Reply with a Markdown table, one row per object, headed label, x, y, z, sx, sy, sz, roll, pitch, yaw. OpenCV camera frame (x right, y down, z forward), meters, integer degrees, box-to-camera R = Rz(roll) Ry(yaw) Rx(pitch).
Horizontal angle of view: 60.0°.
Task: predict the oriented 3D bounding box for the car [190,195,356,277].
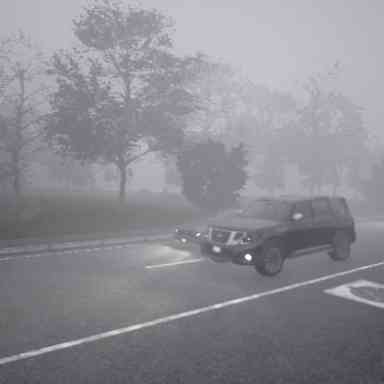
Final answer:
| label | x | y | z | sx | sy | sz | roll | pitch | yaw |
| --- | --- | --- | --- | --- | --- | --- | --- | --- | --- |
| car | 2.894 | 1.136 | 10.383 | 5.566 | 2.045 | 2.150 | -1 | 1 | -36 |

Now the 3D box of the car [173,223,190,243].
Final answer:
| label | x | y | z | sx | sy | sz | roll | pitch | yaw |
| --- | --- | --- | --- | --- | --- | --- | --- | --- | --- |
| car | 1.862 | 1.424 | 13.957 | 5.357 | 1.411 | 2.033 | 0 | 1 | -36 |
